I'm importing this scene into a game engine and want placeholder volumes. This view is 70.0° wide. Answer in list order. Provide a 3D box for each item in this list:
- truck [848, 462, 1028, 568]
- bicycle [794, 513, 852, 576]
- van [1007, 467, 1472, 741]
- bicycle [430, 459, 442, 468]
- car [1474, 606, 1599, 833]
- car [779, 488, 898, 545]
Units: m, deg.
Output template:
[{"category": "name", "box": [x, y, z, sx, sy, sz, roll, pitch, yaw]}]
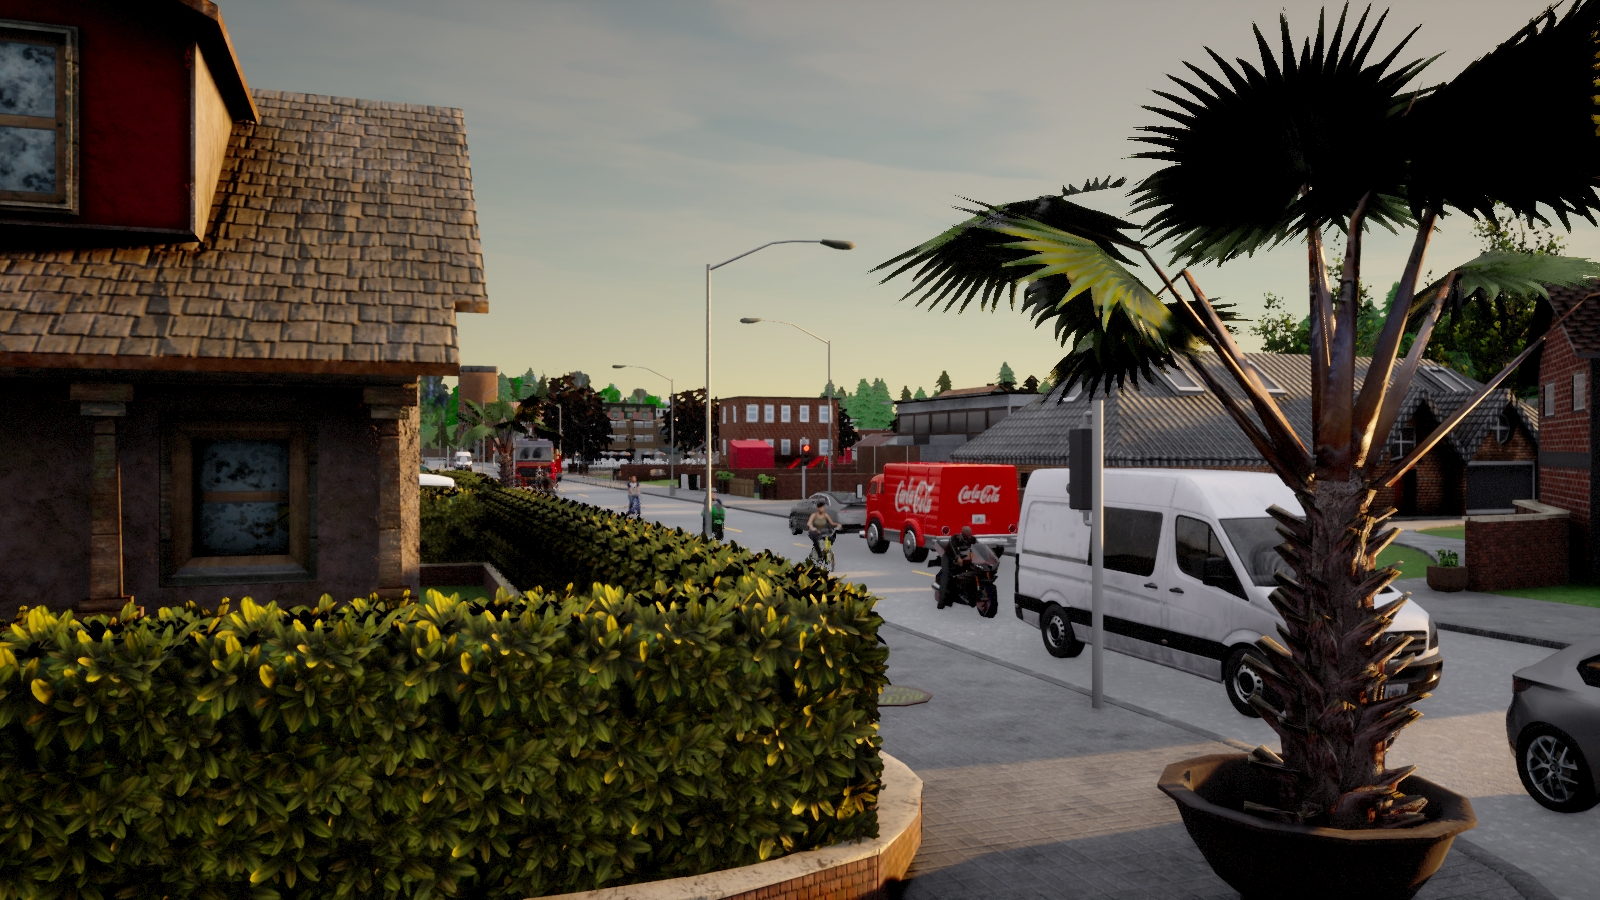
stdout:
[{"category": "truck", "box": [3.468, 1.570, 29.990, 2.627, 2.467, 5.204, 0, 0, -20]}, {"category": "bicycle", "box": [0.512, 2.162, 26.402, 0.859, 1.276, 1.487, 0, 1, -20]}, {"category": "van", "box": [4.966, 1.538, 14.186, 1.988, 2.561, 5.915, 0, 0, -20]}, {"category": "bicycle", "box": [-56.095, 2.063, 176.043, 1.835, 1.471, 0.329, 0, -3, -44]}, {"category": "car", "box": [6.934, 2.069, 7.650, 1.816, 1.474, 4.193, 0, 0, -12]}, {"category": "car", "box": [1.122, 2.053, 36.412, 2.128, 1.511, 4.902, 0, 0, -20]}]
